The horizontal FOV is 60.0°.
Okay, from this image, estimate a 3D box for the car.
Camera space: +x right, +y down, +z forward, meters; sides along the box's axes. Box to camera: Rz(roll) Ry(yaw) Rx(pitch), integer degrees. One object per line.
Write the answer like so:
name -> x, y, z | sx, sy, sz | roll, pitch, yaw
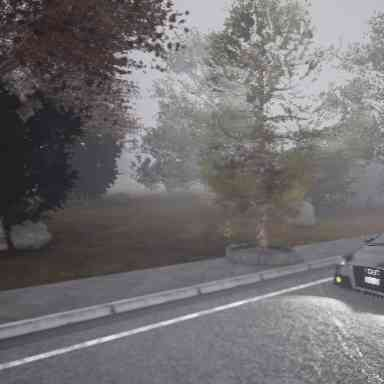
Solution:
car -> 5.145, 1.551, 7.662 | 4.181, 1.385, 1.994 | 0, 0, -35
